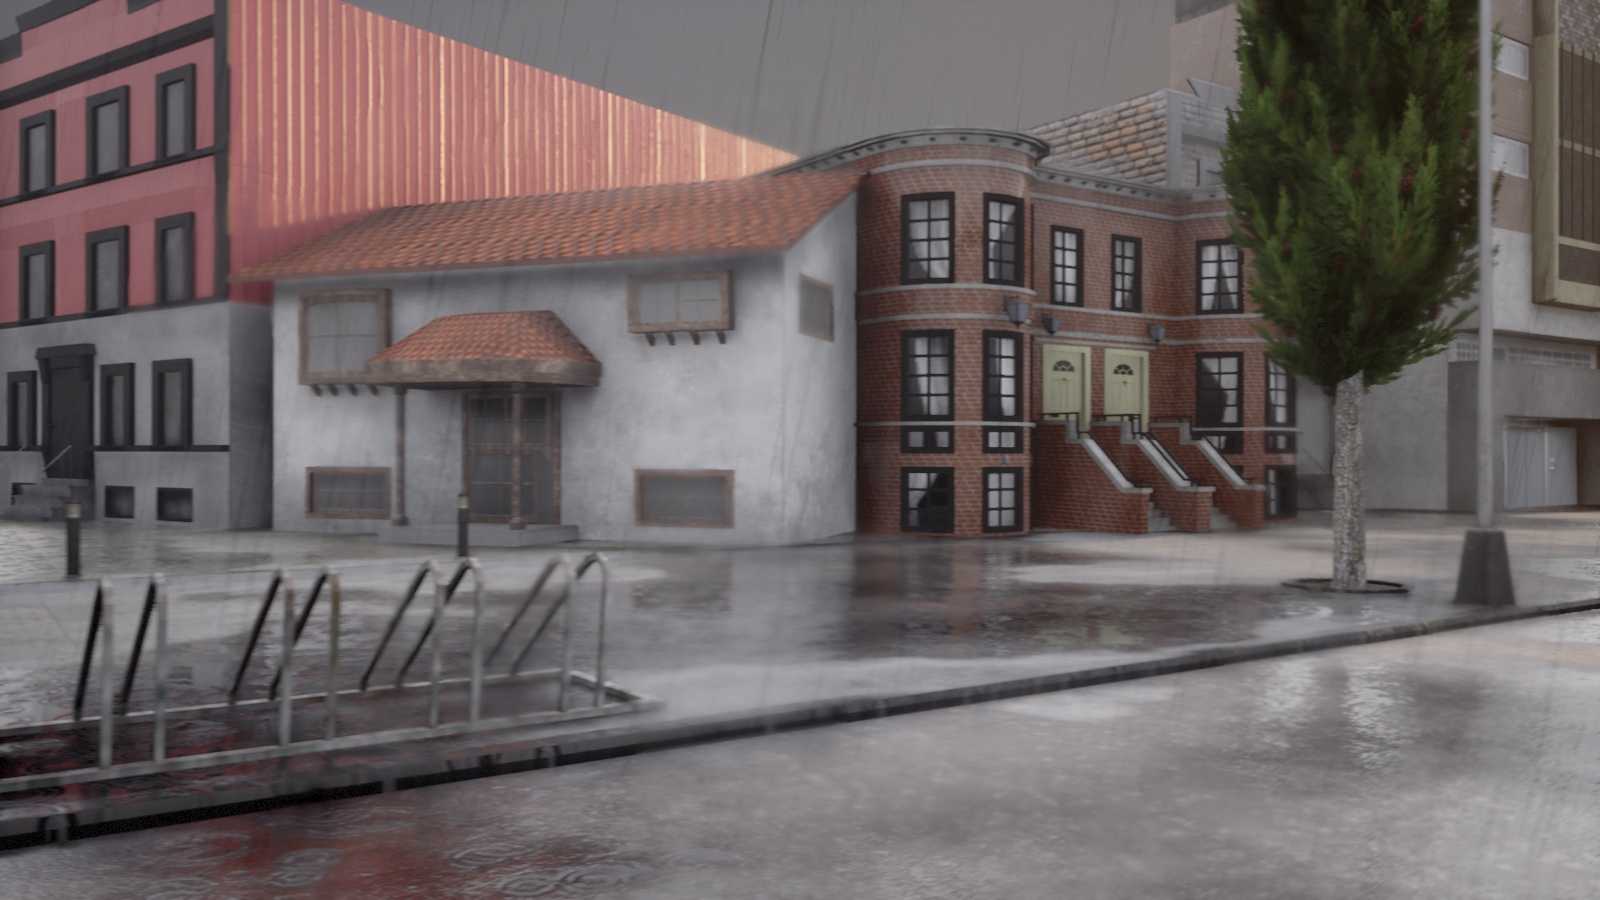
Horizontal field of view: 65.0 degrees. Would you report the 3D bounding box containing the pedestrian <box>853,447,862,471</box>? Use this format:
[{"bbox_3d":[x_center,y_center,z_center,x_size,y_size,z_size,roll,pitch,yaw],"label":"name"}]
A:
[{"bbox_3d":[4.513,0.686,98.255,0.354,1.836,0.706,0,0,-38],"label":"pedestrian"}]
